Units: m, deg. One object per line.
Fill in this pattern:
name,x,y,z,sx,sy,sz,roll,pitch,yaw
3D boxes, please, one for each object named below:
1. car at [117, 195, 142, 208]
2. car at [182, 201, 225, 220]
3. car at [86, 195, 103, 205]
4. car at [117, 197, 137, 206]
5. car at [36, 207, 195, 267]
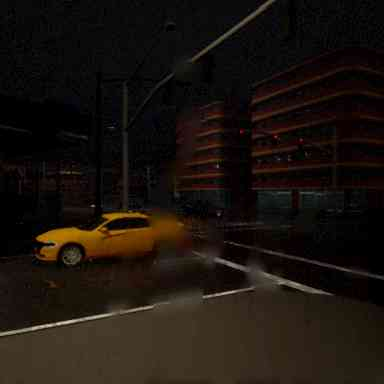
car,-8.161,1.505,43.309,1.837,1.490,4.892,0,0,-30
car,0.837,1.491,28.078,2.128,1.511,4.902,0,0,-31
car,-17.463,1.600,59.263,1.895,1.301,4.718,0,0,-30
car,-10.813,1.600,55.084,1.895,1.301,4.718,0,0,-31
car,-2.614,1.477,11.455,5.008,1.535,1.882,0,0,-30
